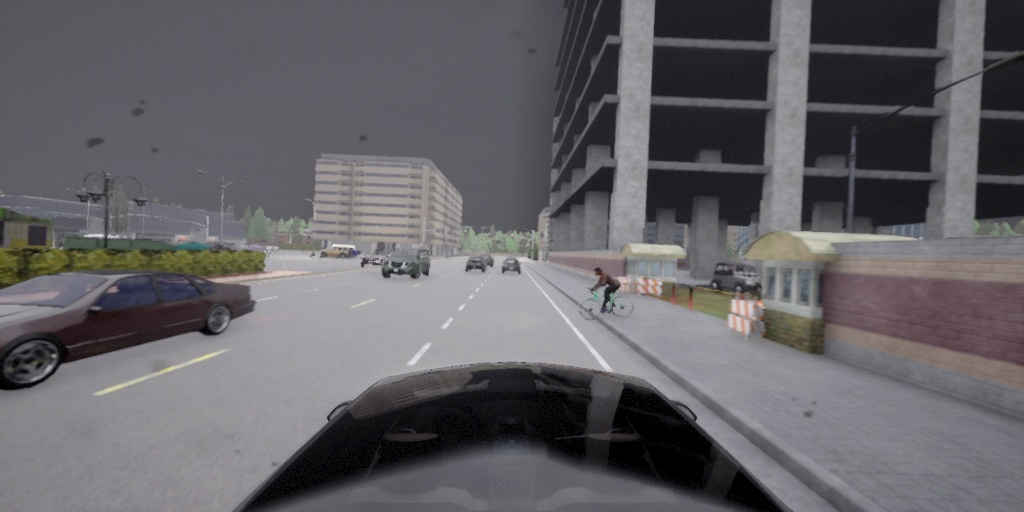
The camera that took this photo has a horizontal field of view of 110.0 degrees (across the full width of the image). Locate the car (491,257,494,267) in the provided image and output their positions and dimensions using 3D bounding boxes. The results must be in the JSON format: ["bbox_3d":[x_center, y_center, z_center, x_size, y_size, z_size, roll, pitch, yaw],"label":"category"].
[{"bbox_3d":[-3.613,0.558,49.914,2.097,1.767,4.553,2,0,0],"label":"car"}]

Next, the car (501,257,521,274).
[{"bbox_3d":[-0.050,0.995,36.183,1.812,1.442,4.674,2,0,0],"label":"car"}]

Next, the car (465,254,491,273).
[{"bbox_3d":[-3.549,0.823,36.344,1.837,1.490,4.892,2,0,0],"label":"car"}]

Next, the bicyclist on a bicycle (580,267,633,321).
[{"bbox_3d":[2.835,1.138,10.922,1.656,1.620,0.582,-5,0,0],"label":"bicyclist on a bicycle"}]

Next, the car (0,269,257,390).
[{"bbox_3d":[-7.083,0.961,6.289,2.033,1.411,5.357,2,0,0],"label":"car"}]

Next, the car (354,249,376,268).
[{"bbox_3d":[-10.554,0.293,28.833,1.895,1.301,4.718,2,0,0],"label":"car"}]

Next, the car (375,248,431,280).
[{"bbox_3d":[-7.136,0.482,24.827,2.150,2.045,5.566,2,0,0],"label":"car"}]
